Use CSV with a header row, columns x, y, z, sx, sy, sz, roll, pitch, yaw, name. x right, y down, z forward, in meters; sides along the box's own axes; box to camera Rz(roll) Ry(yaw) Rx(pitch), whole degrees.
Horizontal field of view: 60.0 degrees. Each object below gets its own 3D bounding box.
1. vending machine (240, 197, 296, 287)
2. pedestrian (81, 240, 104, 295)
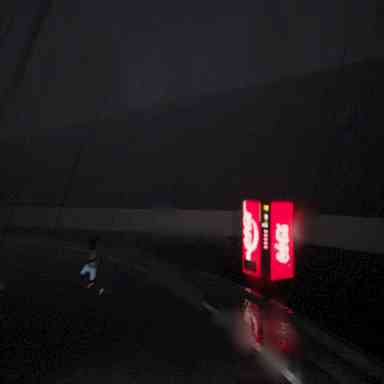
x,y,z,sx,sy,sz,roll,pitch,yaw,name
1.930,1.191,8.492,1.100,2.100,0.880,0,0,-27,vending machine
-2.150,1.290,7.273,0.375,1.860,0.375,0,0,-30,pedestrian
